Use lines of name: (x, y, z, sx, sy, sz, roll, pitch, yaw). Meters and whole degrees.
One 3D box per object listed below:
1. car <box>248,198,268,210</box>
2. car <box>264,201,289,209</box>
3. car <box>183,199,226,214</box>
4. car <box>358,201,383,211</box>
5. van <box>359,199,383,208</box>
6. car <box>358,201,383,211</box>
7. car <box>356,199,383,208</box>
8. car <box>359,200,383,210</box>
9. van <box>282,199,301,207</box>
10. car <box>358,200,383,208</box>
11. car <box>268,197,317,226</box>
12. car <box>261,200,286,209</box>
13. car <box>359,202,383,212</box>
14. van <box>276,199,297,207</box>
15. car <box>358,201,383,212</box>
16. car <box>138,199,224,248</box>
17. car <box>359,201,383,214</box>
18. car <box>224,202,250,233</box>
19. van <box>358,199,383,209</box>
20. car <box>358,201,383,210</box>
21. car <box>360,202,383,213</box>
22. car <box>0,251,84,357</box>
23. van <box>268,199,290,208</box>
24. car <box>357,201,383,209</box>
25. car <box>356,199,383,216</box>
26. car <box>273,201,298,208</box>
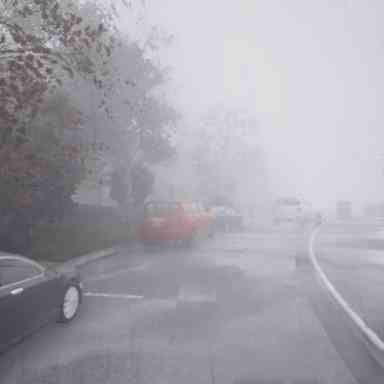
car: (12.433, 2.141, 58.707, 5.566, 2.045, 2.435, -1, -2, 6)
car: (17.570, 2.658, 69.269, 4.792, 1.488, 2.163, -1, -1, 6)
car: (1.454, 1.736, 40.238, 4.892, 1.490, 1.837, 3, -2, 34)
car: (29.710, 2.262, 53.498, 4.892, 1.521, 2.231, 1, -1, 6)
van: (38.875, 2.460, 71.930, 4.442, 1.987, 1.878, 1, -1, 6)
car: (30.966, 2.349, 56.140, 4.792, 1.488, 2.163, 1, -1, 6)
car: (42.668, 2.633, 79.836, 5.566, 2.045, 2.435, 1, -1, 6)
car: (33.615, 2.312, 61.400, 4.553, 1.767, 2.185, 1, -1, 6)
van: (25.501, 2.782, 85.119, 4.442, 1.987, 1.878, -1, -2, 6)
car: (40.021, 2.623, 74.575, 4.553, 1.767, 2.185, 1, -1, 6)
car: (7.597, 1.364, 24.763, 2.150, 2.045, 5.566, -1, -1, 27)
car: (16.329, 2.442, 66.626, 4.553, 1.767, 2.185, -1, -1, 6)
car: (28.411, 2.243, 50.872, 4.674, 1.452, 2.002, 1, -1, 6)
van: (22.673, 2.653, 79.852, 4.442, 1.987, 1.878, -1, -1, 6)
car: (27.300, 2.143, 48.227, 5.366, 1.575, 1.946, 1, -1, 6)
car: (-0.497, 1.344, 15.625, 2.435, 2.045, 5.566, 0, 0, 19)
car: (24.535, 2.028, 42.972, 4.892, 1.521, 2.231, 1, -1, 6)
car: (1.818, 1.648, 21.152, 2.097, 1.535, 5.008, 0, -1, 25)
van: (36.057, 2.331, 66.681, 4.442, 1.987, 1.878, 1, -1, 6)
car: (32.295, 2.379, 58.770, 4.892, 1.521, 2.231, 1, -1, 6)
car: (25.824, 2.126, 45.605, 4.674, 1.452, 2.002, 1, -1, 6)
car: (-3.214, 1.514, 4.519, 2.231, 1.521, 4.892, 0, -1, 8)
van: (18.780, 2.465, 71.922, 4.442, 1.987, 1.878, -1, -1, 6)
car: (37.458, 2.621, 69.305, 5.008, 1.535, 2.097, 1, -1, 6)
car: (21.941, 1.912, 37.715, 4.892, 1.521, 2.231, 1, -1, 6)
car: (21.678, 2.807, 77.176, 5.366, 1.575, 1.946, -1, -2, 6)
